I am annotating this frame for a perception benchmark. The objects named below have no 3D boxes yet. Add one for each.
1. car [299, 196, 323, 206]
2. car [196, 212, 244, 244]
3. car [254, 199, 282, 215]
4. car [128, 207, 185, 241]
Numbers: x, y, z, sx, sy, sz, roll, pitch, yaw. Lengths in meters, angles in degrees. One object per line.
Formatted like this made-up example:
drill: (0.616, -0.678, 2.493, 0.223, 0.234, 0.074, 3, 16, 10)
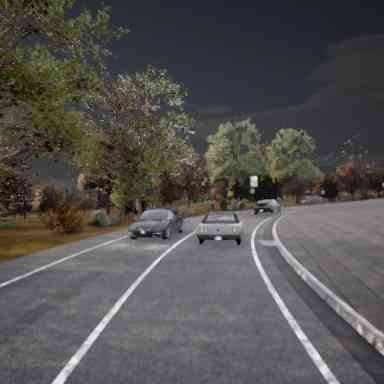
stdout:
car: (18.863, 1.357, 52.610, 4.902, 1.511, 2.128, -2, -3, -41)
car: (1.485, 1.600, 15.786, 1.895, 1.301, 4.718, -1, 0, 11)
car: (7.558, 1.444, 32.882, 1.837, 1.490, 4.892, -3, -1, 28)
car: (-1.679, 1.565, 17.229, 1.837, 1.490, 4.892, -1, 0, 12)
